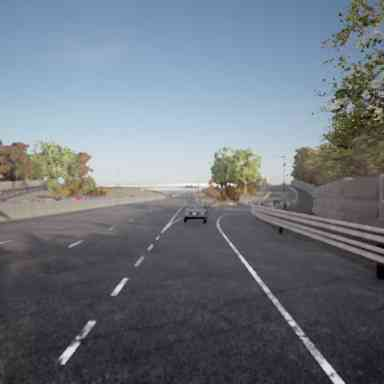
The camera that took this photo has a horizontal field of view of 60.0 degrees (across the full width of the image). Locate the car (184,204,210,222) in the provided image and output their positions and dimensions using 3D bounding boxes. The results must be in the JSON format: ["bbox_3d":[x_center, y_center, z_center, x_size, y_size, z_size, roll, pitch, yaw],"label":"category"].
[{"bbox_3d":[0.449,1.725,27.885,2.033,1.411,5.357,0,0,6],"label":"car"}]

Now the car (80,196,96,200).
[{"bbox_3d":[-24.510,2.061,80.210,2.033,1.411,5.357,0,0,0],"label":"car"}]

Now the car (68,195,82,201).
[{"bbox_3d":[-28.010,1.746,80.182,2.150,2.045,5.566,0,0,0],"label":"car"}]

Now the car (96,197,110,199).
[{"bbox_3d":[-21.010,2.073,80.211,1.994,1.385,4.181,0,0,0],"label":"car"}]

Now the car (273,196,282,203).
[{"bbox_3d":[22.814,2.383,89.235,1.837,1.490,4.892,0,2,20],"label":"car"}]
